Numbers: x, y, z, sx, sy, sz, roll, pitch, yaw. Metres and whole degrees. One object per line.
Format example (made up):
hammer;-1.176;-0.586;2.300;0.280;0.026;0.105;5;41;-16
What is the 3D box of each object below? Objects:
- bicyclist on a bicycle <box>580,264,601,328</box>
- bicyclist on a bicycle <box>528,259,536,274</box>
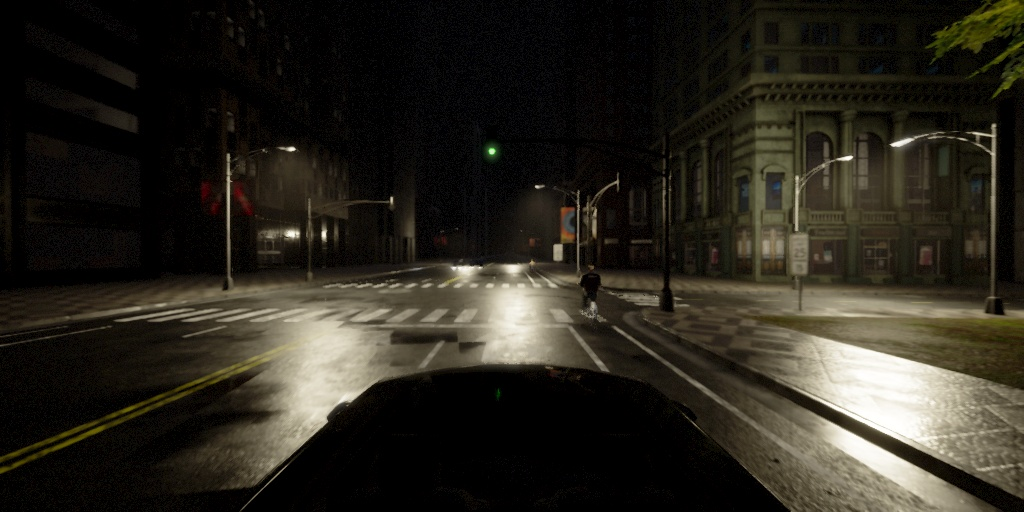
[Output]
bicyclist on a bicycle;2.253;1.121;10.440;0.659;1.776;1.843;0;0;0
bicyclist on a bicycle;2.264;1.170;40.208;0.866;1.612;1.509;0;0;0
